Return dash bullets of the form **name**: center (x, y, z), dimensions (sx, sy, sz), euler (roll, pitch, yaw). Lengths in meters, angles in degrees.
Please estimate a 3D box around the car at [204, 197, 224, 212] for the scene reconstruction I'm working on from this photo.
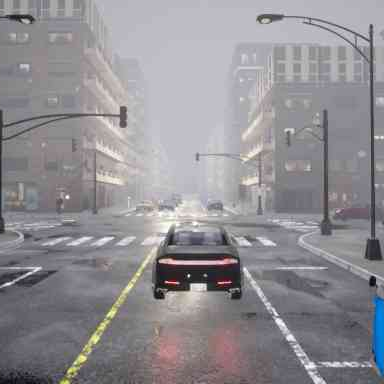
- **car**: center (2.789, 1.582, 39.847), dimensions (1.947, 1.339, 4.313), euler (1, 0, 0)

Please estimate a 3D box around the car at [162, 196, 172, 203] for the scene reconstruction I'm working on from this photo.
- **car**: center (-5.517, 1.578, 73.721), dimensions (1.887, 1.381, 4.507), euler (1, 0, 0)

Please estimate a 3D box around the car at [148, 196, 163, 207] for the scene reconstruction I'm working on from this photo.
- **car**: center (-5.565, 1.461, 51.150), dimensions (1.967, 1.590, 4.097), euler (1, 0, 0)

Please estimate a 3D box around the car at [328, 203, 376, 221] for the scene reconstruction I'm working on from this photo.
- **car**: center (13.703, 1.609, 28.008), dimensions (4.097, 1.590, 1.967), euler (0, -1, 1)

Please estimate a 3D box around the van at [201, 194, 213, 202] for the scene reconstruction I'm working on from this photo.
- **van**: center (2.830, 1.365, 56.774), dimensions (1.690, 1.788, 3.998), euler (1, 0, 0)

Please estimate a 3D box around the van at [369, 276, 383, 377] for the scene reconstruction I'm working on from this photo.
- **van**: center (2.678, 1.342, 1.900), dimensions (1.690, 1.788, 3.998), euler (1, 0, 0)

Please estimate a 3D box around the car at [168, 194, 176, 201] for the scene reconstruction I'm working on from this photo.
- **car**: center (-5.479, 1.484, 90.649), dimensions (1.967, 1.590, 4.097), euler (1, 0, 0)

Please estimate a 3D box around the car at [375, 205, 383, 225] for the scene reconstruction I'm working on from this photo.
- **car**: center (13.581, 1.584, 19.627), dimensions (4.313, 1.339, 1.947), euler (0, -1, 1)

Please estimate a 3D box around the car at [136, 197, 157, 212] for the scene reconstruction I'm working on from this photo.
- **car**: center (-5.590, 1.541, 39.695), dimensions (1.752, 1.417, 4.829), euler (1, 0, 0)

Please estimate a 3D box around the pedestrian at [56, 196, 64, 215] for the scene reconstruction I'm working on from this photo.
- **pedestrian**: center (-12.471, 1.219, 31.322), dimensions (0.375, 1.860, 0.375), euler (0, -1, 1)

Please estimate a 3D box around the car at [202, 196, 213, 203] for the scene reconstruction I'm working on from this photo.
- **car**: center (2.801, 1.569, 45.490), dimensions (2.008, 1.369, 4.403), euler (1, 0, 0)

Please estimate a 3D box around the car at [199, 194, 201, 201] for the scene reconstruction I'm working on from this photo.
- **car**: center (2.851, 1.555, 68.230), dimensions (1.752, 1.417, 4.829), euler (1, 0, 0)

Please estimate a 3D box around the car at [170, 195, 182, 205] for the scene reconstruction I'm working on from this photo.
- **car**: center (-2.984, 1.546, 50.747), dimensions (1.812, 1.442, 4.674), euler (0, 0, 0)

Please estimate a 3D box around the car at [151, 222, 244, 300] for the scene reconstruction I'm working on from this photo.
- **car**: center (0.119, 1.495, 8.389), dimensions (2.128, 1.511, 4.902), euler (0, 0, 0)

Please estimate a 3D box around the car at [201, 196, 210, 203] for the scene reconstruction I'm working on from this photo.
- **car**: center (2.862, 1.615, 73.702), dimensions (1.802, 1.307, 4.206), euler (1, 0, 0)

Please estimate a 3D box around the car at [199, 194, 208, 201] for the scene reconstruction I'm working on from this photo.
- **car**: center (2.891, 1.356, 84.987), dimensions (2.192, 1.841, 5.009), euler (1, 0, 0)

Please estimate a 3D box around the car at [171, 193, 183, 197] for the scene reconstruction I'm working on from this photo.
- **car**: center (-2.929, 1.248, 61.484), dimensions (2.150, 2.045, 5.566), euler (0, 0, 1)

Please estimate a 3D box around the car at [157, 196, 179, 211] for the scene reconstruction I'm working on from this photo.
- **car**: center (-3.013, 1.564, 40.843), dimensions (2.033, 1.411, 5.357), euler (0, 0, 0)
